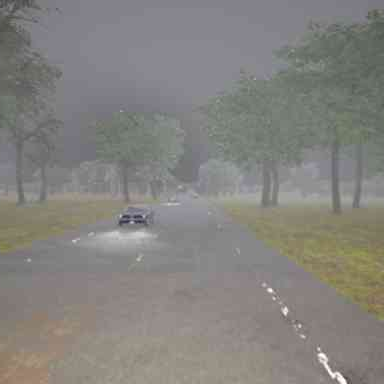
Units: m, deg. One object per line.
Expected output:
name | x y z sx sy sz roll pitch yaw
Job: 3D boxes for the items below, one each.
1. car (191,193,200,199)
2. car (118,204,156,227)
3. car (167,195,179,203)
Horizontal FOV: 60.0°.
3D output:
car | 1.199 1.348 94.162 1.812 1.442 4.674 0 0 0
car | -3.605 1.524 22.209 1.895 1.301 4.718 0 0 0
car | -3.541 1.332 63.185 2.128 1.511 4.902 0 0 1
